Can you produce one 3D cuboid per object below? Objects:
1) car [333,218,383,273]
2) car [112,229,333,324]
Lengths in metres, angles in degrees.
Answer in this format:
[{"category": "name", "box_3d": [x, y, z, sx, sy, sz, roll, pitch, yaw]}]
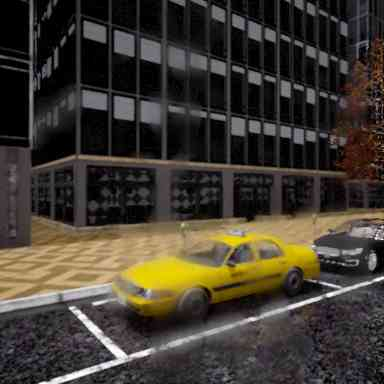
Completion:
[{"category": "car", "box_3d": [5.538, 1.538, 10.507, 4.403, 1.369, 2.008, 0, 0, -36]}, {"category": "car", "box_3d": [0.765, 1.520, 7.102, 4.829, 1.417, 1.752, 0, 0, -36]}]
